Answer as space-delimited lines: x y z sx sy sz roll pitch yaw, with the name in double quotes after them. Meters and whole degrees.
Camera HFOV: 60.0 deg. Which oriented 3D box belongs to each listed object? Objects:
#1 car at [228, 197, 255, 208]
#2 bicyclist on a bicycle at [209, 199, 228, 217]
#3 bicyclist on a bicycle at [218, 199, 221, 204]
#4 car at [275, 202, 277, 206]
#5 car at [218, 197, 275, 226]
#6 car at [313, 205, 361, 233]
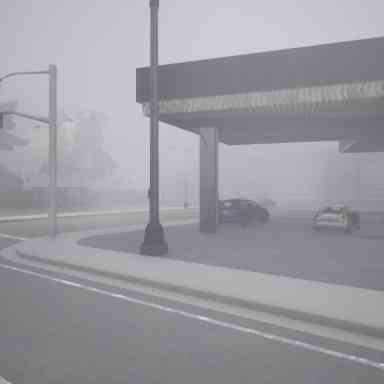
7.471 1.505 49.853 1.837 1.490 4.892 0 0 36 "car"
2.456 1.453 30.454 1.656 1.620 0.582 0 0 18 "bicyclist on a bicycle"
2.495 1.387 29.719 0.582 1.620 1.656 0 -9 -36 "bicyclist on a bicycle"
10.459 1.547 48.004 2.033 1.411 5.357 0 0 37 "car"
3.376 1.295 22.064 2.242 1.667 4.611 0 0 37 "car"
8.450 1.456 19.265 1.970 1.475 3.806 0 0 37 "car"
